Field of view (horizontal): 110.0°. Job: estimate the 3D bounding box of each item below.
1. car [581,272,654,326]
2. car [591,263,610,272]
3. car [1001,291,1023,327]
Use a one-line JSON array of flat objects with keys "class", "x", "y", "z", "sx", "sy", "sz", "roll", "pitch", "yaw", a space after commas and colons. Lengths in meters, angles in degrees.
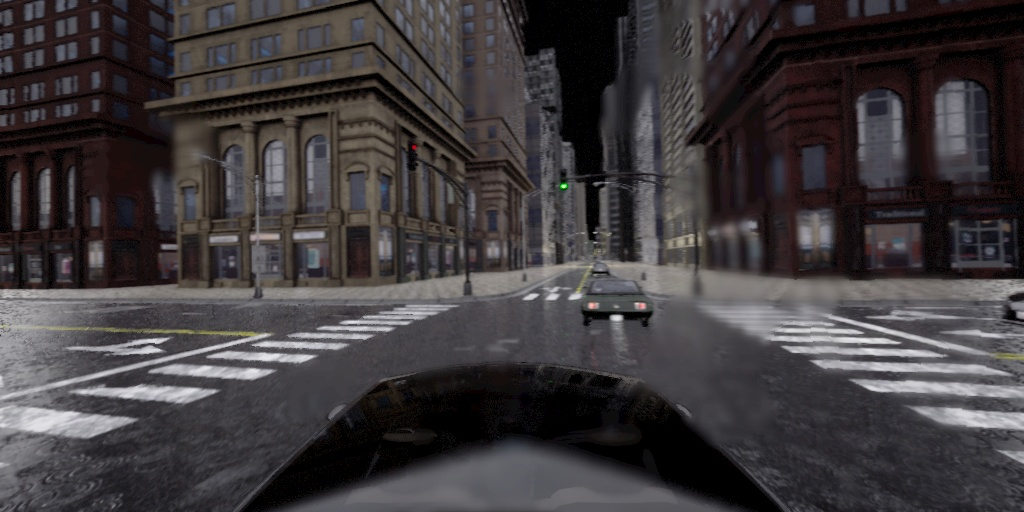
[{"class": "car", "x": 3.283, "y": 1.364, "z": 11.682, "sx": 1.895, "sy": 1.301, "sz": 4.718, "roll": -1, "pitch": -1, "yaw": 13}, {"class": "car", "x": 10.106, "y": 1.466, "z": 41.087, "sx": 1.994, "sy": 1.385, "sz": 4.181, "roll": -1, "pitch": -1, "yaw": 13}, {"class": "car", "x": 13.526, "y": 0.975, "z": 7.256, "sx": 4.902, "sy": 1.511, "sz": 2.128, "roll": -1, "pitch": -1, "yaw": 12}]
